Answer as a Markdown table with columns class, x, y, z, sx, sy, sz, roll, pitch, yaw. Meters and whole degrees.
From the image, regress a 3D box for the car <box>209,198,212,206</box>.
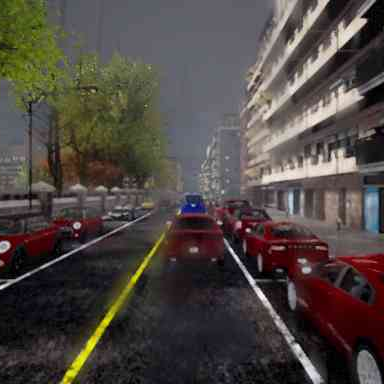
| class | x | y | z | sx | sy | sz | roll | pitch | yaw |
| --- | --- | --- | --- | --- | --- | --- | --- | --- | --- |
| car | 2.722 | 1.471 | 27.301 | 1.967 | 1.590 | 4.097 | 0 | 0 | 0 |

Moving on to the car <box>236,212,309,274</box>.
| class | x | y | z | sx | sy | sz | roll | pitch | yaw |
| --- | --- | --- | --- | --- | --- | --- | --- | --- | --- |
| car | 2.700 | 1.555 | 10.410 | 1.887 | 1.381 | 4.507 | 0 | 0 | 0 |

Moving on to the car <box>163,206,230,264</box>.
| class | x | y | z | sx | sy | sz | roll | pitch | yaw |
| --- | --- | --- | --- | --- | --- | --- | --- | --- | --- |
| car | 0.080 | 1.490 | 11.868 | 1.882 | 1.535 | 5.008 | 0 | 0 | 1 |

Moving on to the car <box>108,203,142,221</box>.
| class | x | y | z | sx | sy | sz | roll | pitch | yaw |
| --- | --- | --- | --- | --- | --- | --- | --- | --- | --- |
| car | -5.658 | 1.582 | 27.310 | 2.008 | 1.369 | 4.403 | 0 | 0 | 0 |

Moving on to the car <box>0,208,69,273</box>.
| class | x | y | z | sx | sy | sz | roll | pitch | yaw |
| --- | --- | --- | --- | --- | --- | --- | --- | --- | --- |
| car | -5.680 | 1.451 | 10.421 | 1.967 | 1.590 | 4.097 | 0 | 0 | 0 |

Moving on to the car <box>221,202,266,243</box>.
| class | x | y | z | sx | sy | sz | roll | pitch | yaw |
| --- | --- | --- | --- | --- | --- | --- | --- | --- | --- |
| car | 2.708 | 1.457 | 16.040 | 1.967 | 1.590 | 4.097 | 0 | 0 | 0 |

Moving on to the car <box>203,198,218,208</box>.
| class | x | y | z | sx | sy | sz | roll | pitch | yaw |
| --- | --- | --- | --- | --- | --- | --- | --- | --- | --- |
| car | 2.750 | 1.632 | 49.822 | 1.947 | 1.339 | 4.313 | 0 | 0 | 0 |

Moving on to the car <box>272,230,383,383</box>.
| class | x | y | z | sx | sy | sz | roll | pitch | yaw |
| --- | --- | --- | --- | --- | --- | --- | --- | --- | --- |
| car | 2.694 | 1.549 | 4.780 | 1.887 | 1.381 | 4.507 | 0 | 0 | 0 |

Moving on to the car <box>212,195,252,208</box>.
| class | x | y | z | sx | sy | sz | roll | pitch | yaw |
| --- | --- | --- | --- | --- | --- | --- | --- | --- | --- |
| car | 2.714 | 1.339 | 21.670 | 2.192 | 1.841 | 5.009 | 0 | 0 | 0 |

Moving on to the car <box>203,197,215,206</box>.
| class | x | y | z | sx | sy | sz | roll | pitch | yaw |
| --- | --- | --- | --- | --- | --- | --- | --- | --- | --- |
| car | 2.756 | 1.603 | 55.623 | 1.752 | 1.417 | 4.829 | 0 | 0 | 0 |

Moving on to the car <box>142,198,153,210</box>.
| class | x | y | z | sx | sy | sz | roll | pitch | yaw |
| --- | --- | --- | --- | --- | --- | --- | --- | --- | --- |
| car | -5.638 | 1.581 | 44.031 | 1.752 | 1.417 | 4.829 | 0 | 0 | 0 |

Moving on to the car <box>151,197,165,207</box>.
| class | x | y | z | sx | sy | sz | roll | pitch | yaw |
| --- | --- | --- | --- | --- | --- | --- | --- | --- | --- |
| car | -5.624 | 1.602 | 55.292 | 1.752 | 1.417 | 4.829 | 0 | 0 | 0 |

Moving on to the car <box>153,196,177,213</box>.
| class | x | y | z | sx | sy | sz | roll | pitch | yaw |
| --- | --- | --- | --- | --- | --- | --- | --- | --- | --- |
| car | -3.051 | 1.551 | 38.190 | 1.837 | 1.490 | 4.892 | 0 | 0 | 0 |

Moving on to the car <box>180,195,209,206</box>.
| class | x | y | z | sx | sy | sz | roll | pitch | yaw |
| --- | --- | --- | --- | --- | --- | --- | --- | --- | --- |
| car | 0.123 | 1.256 | 30.742 | 2.150 | 2.045 | 5.566 | 0 | 0 | 0 |

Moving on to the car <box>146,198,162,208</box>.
| class | x | y | z | sx | sy | sz | roll | pitch | yaw |
| --- | --- | --- | --- | --- | --- | --- | --- | --- | --- |
| car | -5.630 | 1.617 | 49.831 | 2.008 | 1.369 | 4.403 | 0 | 0 | 0 |

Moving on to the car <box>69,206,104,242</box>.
| class | x | y | z | sx | sy | sz | roll | pitch | yaw |
| --- | --- | --- | --- | --- | --- | --- | --- | --- | --- |
| car | -5.673 | 1.458 | 16.049 | 1.967 | 1.590 | 4.097 | 0 | 0 | 0 |
